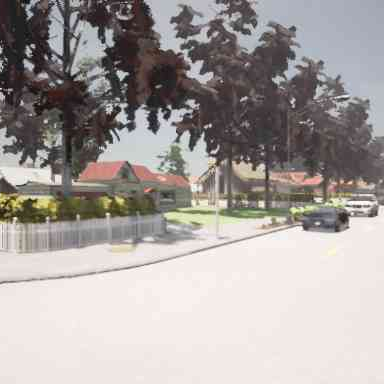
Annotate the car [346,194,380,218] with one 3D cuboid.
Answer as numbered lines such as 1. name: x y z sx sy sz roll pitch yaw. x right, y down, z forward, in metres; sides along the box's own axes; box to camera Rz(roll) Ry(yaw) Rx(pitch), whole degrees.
1. car: 15.714 1.220 30.731 2.150 2.045 5.566 0 0 36

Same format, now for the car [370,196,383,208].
1. car: 24.727 1.257 43.229 2.033 1.411 5.357 0 0 35

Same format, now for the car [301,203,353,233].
1. car: 8.086 1.562 20.027 1.994 1.385 4.181 0 0 35
